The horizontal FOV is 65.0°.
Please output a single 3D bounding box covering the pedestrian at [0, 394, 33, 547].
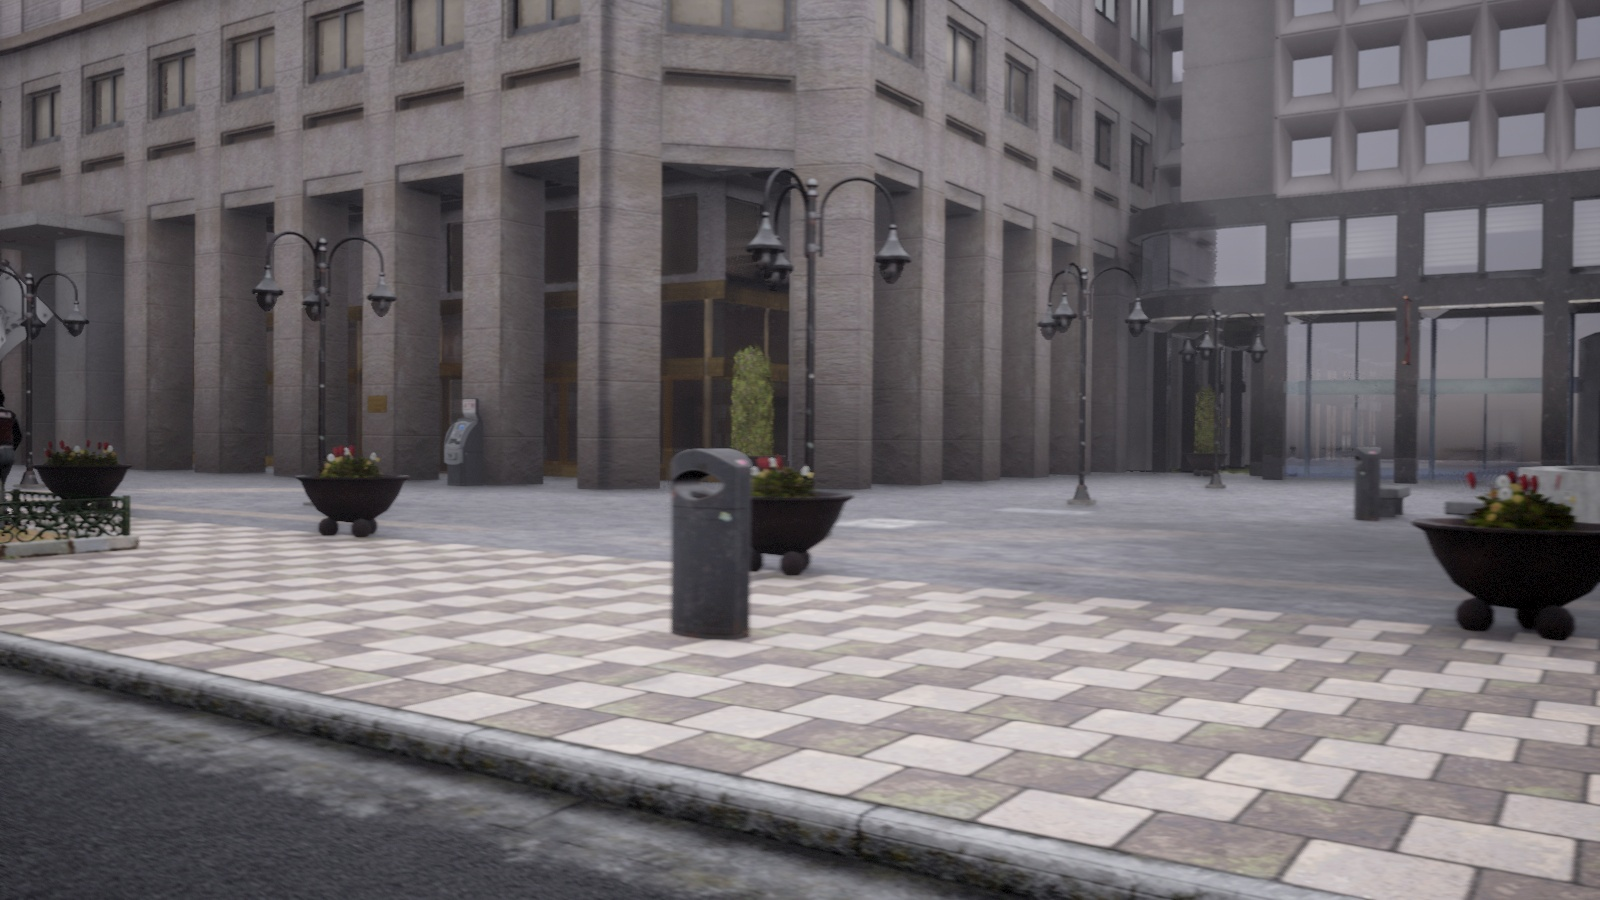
[{"bbox_3d":[-10.320,0.261,16.163,0.666,1.930,0.402,0,1,20],"label":"pedestrian"}]
